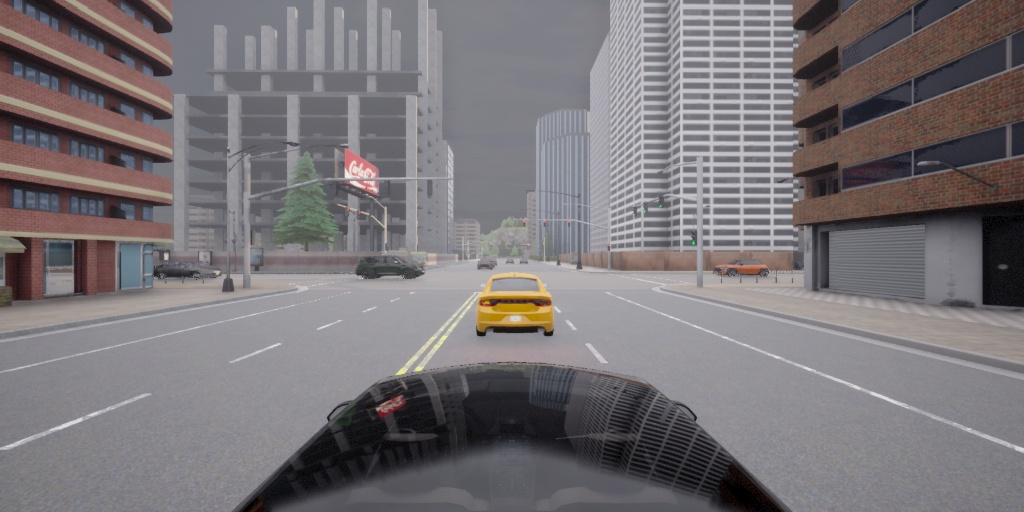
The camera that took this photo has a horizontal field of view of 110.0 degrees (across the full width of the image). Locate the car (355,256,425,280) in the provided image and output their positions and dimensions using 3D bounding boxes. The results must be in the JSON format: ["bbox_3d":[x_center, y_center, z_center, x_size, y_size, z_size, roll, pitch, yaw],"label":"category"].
[{"bbox_3d":[-10.301,0.973,30.382,5.566,2.045,2.150,0,0,-1],"label":"car"}]

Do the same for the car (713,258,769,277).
[{"bbox_3d":[21.877,1.102,34.441,4.553,1.767,2.097,0,0,-1],"label":"car"}]

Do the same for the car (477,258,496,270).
[{"bbox_3d":[-3.887,1.102,52.658,2.097,1.767,4.553,0,0,0],"label":"car"}]

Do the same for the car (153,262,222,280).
[{"bbox_3d":[-27.249,1.243,30.190,4.902,1.511,2.128,0,0,-1],"label":"car"}]

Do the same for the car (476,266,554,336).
[{"bbox_3d":[0.061,1.228,10.389,1.882,1.535,5.008,0,0,0],"label":"car"}]
